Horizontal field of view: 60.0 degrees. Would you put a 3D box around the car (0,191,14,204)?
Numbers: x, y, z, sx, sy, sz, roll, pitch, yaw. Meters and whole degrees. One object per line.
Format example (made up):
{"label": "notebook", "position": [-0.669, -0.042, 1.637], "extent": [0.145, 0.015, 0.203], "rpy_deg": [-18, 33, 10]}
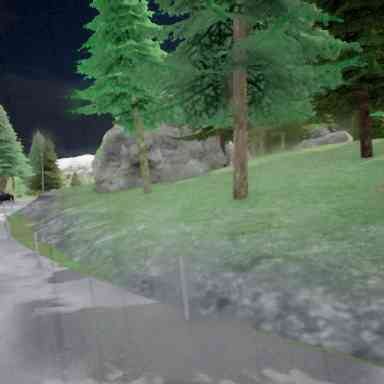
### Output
{"label": "car", "position": [-22.081, 0.585, 37.908], "extent": [1.812, 1.442, 4.674], "rpy_deg": [-3, 3, -4]}
